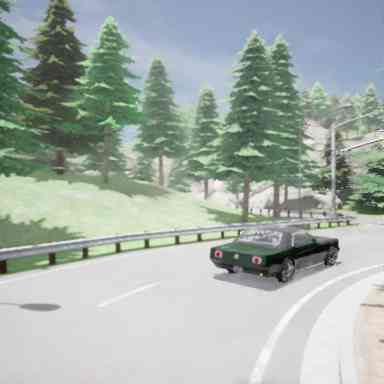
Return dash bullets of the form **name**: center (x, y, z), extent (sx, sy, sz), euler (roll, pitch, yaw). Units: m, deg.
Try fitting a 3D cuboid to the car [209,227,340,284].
- **car**: center (2.737, 1.711, 10.074), extent (1.895, 1.301, 4.718), euler (-1, -1, 44)
